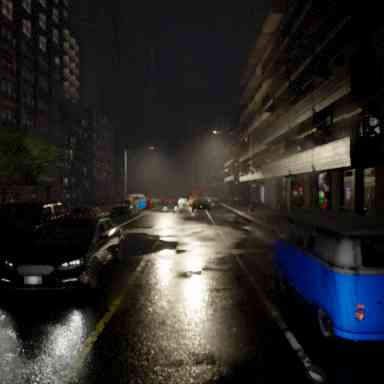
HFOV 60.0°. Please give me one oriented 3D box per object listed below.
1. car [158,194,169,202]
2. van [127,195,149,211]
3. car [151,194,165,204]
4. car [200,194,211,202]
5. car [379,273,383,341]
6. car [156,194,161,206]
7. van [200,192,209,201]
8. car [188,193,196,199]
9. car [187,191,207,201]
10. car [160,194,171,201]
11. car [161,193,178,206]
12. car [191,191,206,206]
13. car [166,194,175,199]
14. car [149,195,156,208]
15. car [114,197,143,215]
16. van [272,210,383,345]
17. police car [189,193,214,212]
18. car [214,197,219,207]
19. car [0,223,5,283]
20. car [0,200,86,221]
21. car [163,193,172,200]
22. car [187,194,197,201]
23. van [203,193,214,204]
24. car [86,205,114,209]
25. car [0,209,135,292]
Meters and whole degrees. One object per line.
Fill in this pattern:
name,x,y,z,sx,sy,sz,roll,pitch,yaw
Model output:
car,-5.692,1.183,66.868,2.008,1.369,4.403,0,0,0
van,-5.693,1.143,33.731,1.690,1.788,3.998,0,0,0
car,-5.692,1.125,55.824,1.967,1.590,4.097,0,0,0
car,2.689,1.177,66.868,1.887,1.381,4.507,0,0,0
car,2.688,1.520,0.765,1.752,1.417,4.829,0,0,0
car,-5.692,1.307,44.778,1.947,1.339,4.313,0,0,0
van,2.688,0.948,72.389,1.690,1.788,3.998,0,0,0
car,0.003,1.000,80.695,2.033,1.411,5.357,0,0,0
car,0.657,1.087,45.071,2.097,1.767,4.553,0,0,0
car,-5.692,1.157,72.392,2.008,1.369,4.403,0,0,0
car,-3.079,1.195,49.433,1.882,1.535,5.008,0,1,0
car,0.901,0.934,51.136,2.150,2.045,5.566,0,0,0
car,-5.692,1.096,88.960,1.947,1.339,4.313,0,0,0
car,-5.692,1.316,39.255,1.887,1.381,4.507,0,0,0
car,-5.692,1.384,28.210,2.008,1.369,4.403,0,0,0
van,2.688,1.303,6.117,1.690,1.788,3.998,0,0,0
police car,0.901,1.219,35.216,1.930,1.638,5.238,0,0,0
car,2.689,1.293,44.778,2.008,1.369,4.403,0,0,0
car,-5.693,1.527,6.119,1.947,1.339,4.313,0,0,0
car,-5.693,1.243,11.639,2.192,1.841,5.009,0,0,0
car,-5.692,1.021,77.914,1.967,1.590,4.097,0,0,0
car,0.001,1.110,67.788,1.837,1.490,4.892,0,0,0
van,2.688,1.026,55.822,1.690,1.788,3.998,0,0,0
car,-5.693,1.447,17.164,2.008,1.369,4.403,0,0,0
car,-3.101,1.434,8.937,2.128,1.511,4.902,0,1,0
